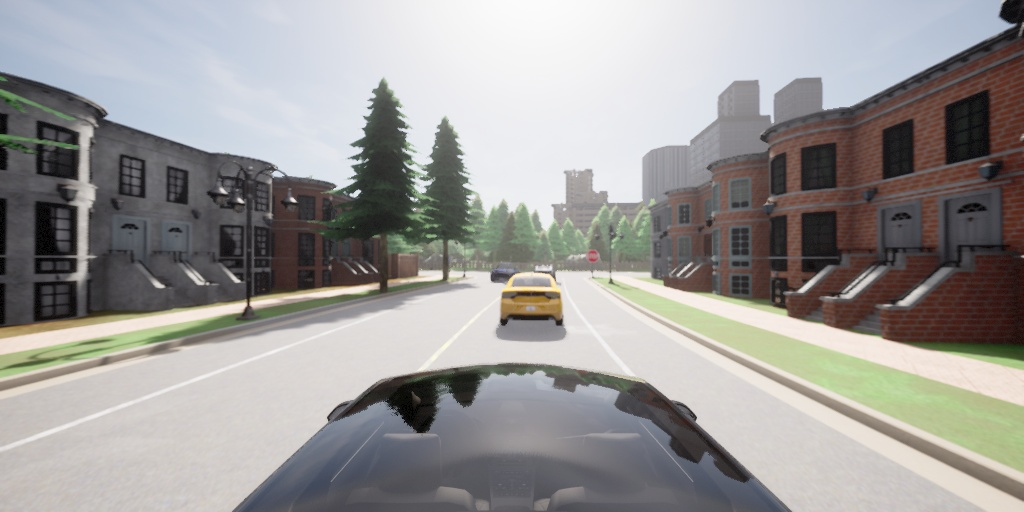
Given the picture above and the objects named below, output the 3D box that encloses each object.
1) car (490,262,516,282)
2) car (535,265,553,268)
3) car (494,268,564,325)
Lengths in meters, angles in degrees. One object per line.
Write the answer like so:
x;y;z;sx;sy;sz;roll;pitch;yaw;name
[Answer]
-0.619;1.401;32.505;2.097;1.767;4.553;0;0;8;car
2.686;1.519;29.785;2.128;1.511;4.902;0;-1;7;car
0.699;1.332;12.311;1.882;1.535;5.008;0;-1;4;car
